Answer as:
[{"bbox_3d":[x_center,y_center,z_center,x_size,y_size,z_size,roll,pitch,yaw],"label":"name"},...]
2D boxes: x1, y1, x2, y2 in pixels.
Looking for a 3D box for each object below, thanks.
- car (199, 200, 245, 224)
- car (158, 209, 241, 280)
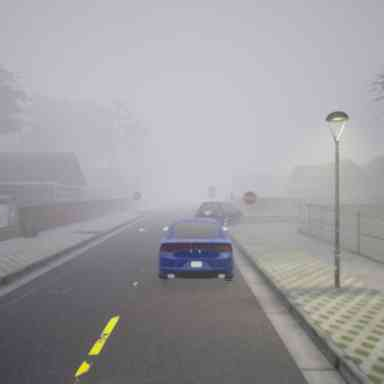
[{"bbox_3d":[1.980,1.409,22.929,2.097,1.767,4.553,0,0,27],"label":"car"},{"bbox_3d":[0.103,1.504,10.027,1.882,1.535,5.008,0,0,0],"label":"car"}]
